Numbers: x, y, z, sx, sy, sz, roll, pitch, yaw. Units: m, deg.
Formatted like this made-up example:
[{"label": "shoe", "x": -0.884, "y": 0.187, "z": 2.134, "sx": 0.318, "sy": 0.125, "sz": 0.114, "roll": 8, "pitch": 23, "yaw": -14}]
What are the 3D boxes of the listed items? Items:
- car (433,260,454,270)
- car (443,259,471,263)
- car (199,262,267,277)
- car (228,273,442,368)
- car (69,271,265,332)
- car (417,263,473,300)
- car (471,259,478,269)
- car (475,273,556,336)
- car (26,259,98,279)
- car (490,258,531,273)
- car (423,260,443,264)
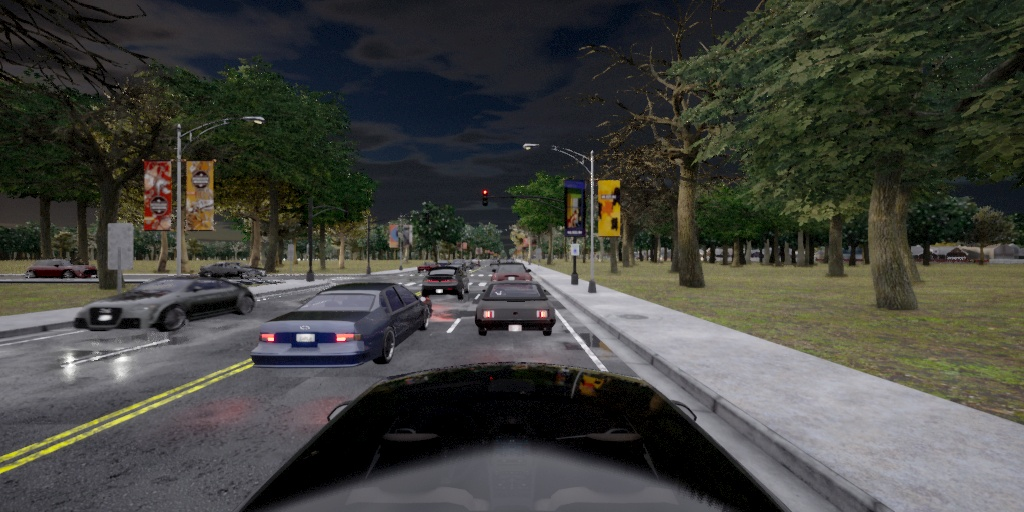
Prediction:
[{"label": "car", "x": -10.083, "y": 1.320, "z": 53.044, "sx": 2.033, "sy": 1.411, "sz": 5.357, "roll": 0, "pitch": 0, "yaw": 0}, {"label": "car", "x": -6.795, "y": 1.258, "z": 44.882, "sx": 2.128, "sy": 1.511, "sz": 4.902, "roll": 0, "pitch": 0, "yaw": 0}, {"label": "car", "x": -23.068, "y": 1.225, "z": 29.747, "sx": 4.902, "sy": 1.511, "sz": 2.128, "roll": 0, "pitch": 0, "yaw": 0}, {"label": "car", "x": -3.173, "y": 1.298, "z": 7.993, "sx": 2.033, "sy": 1.411, "sz": 5.357, "roll": 0, "pitch": 0, "yaw": 0}, {"label": "car", "x": -9.885, "y": 1.316, "z": 10.698, "sx": 1.994, "sy": 1.385, "sz": 4.181, "roll": 0, "pitch": 0, "yaw": 0}, {"label": "car", "x": -3.199, "y": 1.258, "z": 17.827, "sx": 1.837, "sy": 1.490, "sz": 4.892, "roll": 0, "pitch": 0, "yaw": -2}, {"label": "car", "x": -6.836, "y": 1.265, "z": 54.218, "sx": 2.128, "sy": 1.511, "sz": 4.902, "roll": 0, "pitch": 0, "yaw": 0}, {"label": "car", "x": 0.066, "y": 1.352, "z": 10.368, "sx": 1.895, "sy": 1.301, "sz": 4.718, "roll": 0, "pitch": 0, "yaw": 0}, {"label": "car", "x": -36.897, "y": 1.070, "z": 29.693, "sx": 4.553, "sy": 1.767, "sz": 2.097, "roll": 0, "pitch": 0, "yaw": 0}, {"label": "car", "x": -0.016, "y": 1.106, "z": 19.354, "sx": 2.097, "sy": 1.767, "sz": 4.553, "roll": 0, "pitch": 0, "yaw": 0}, {"label": "car", "x": -10.040, "y": 1.366, "z": 43.391, "sx": 1.895, "sy": 1.301, "sz": 4.718, "roll": 0, "pitch": 0, "yaw": 0}]
